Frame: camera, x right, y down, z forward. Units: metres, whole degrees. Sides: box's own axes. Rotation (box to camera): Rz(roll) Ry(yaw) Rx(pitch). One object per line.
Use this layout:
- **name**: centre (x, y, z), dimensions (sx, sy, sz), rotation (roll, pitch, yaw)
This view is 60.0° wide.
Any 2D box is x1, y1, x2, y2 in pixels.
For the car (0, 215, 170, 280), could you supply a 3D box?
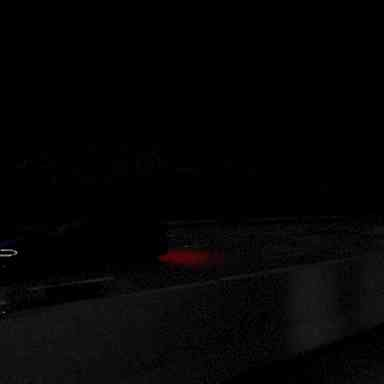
- **car**: centre (-3.111, 1.484, 10.089), dimensions (5.008, 1.535, 1.882), rotation (1, 0, -32)

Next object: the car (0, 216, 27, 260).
- **car**: centre (-8.188, 1.575, 10.909), dimensions (4.718, 1.301, 1.895), rotation (1, 0, -35)
